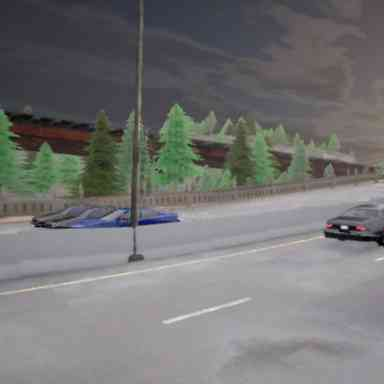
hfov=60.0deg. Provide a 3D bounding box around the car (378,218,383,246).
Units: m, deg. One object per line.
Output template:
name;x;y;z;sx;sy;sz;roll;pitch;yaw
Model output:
car;7.030;1.347;8.763;4.181;1.385;1.994;-3;2;-35

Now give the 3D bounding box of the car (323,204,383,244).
car;7.510;1.185;13.401;5.357;1.411;2.033;-4;2;-35

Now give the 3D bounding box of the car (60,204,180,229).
car;-2.894;1.406;14.824;5.008;1.535;1.882;-2;1;-35

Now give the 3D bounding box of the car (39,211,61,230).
car;-4.895;1.476;17.696;5.357;1.411;2.033;-2;1;-35

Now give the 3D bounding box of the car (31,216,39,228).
car;-6.922;1.476;20.550;5.357;1.411;2.033;-2;1;-35
